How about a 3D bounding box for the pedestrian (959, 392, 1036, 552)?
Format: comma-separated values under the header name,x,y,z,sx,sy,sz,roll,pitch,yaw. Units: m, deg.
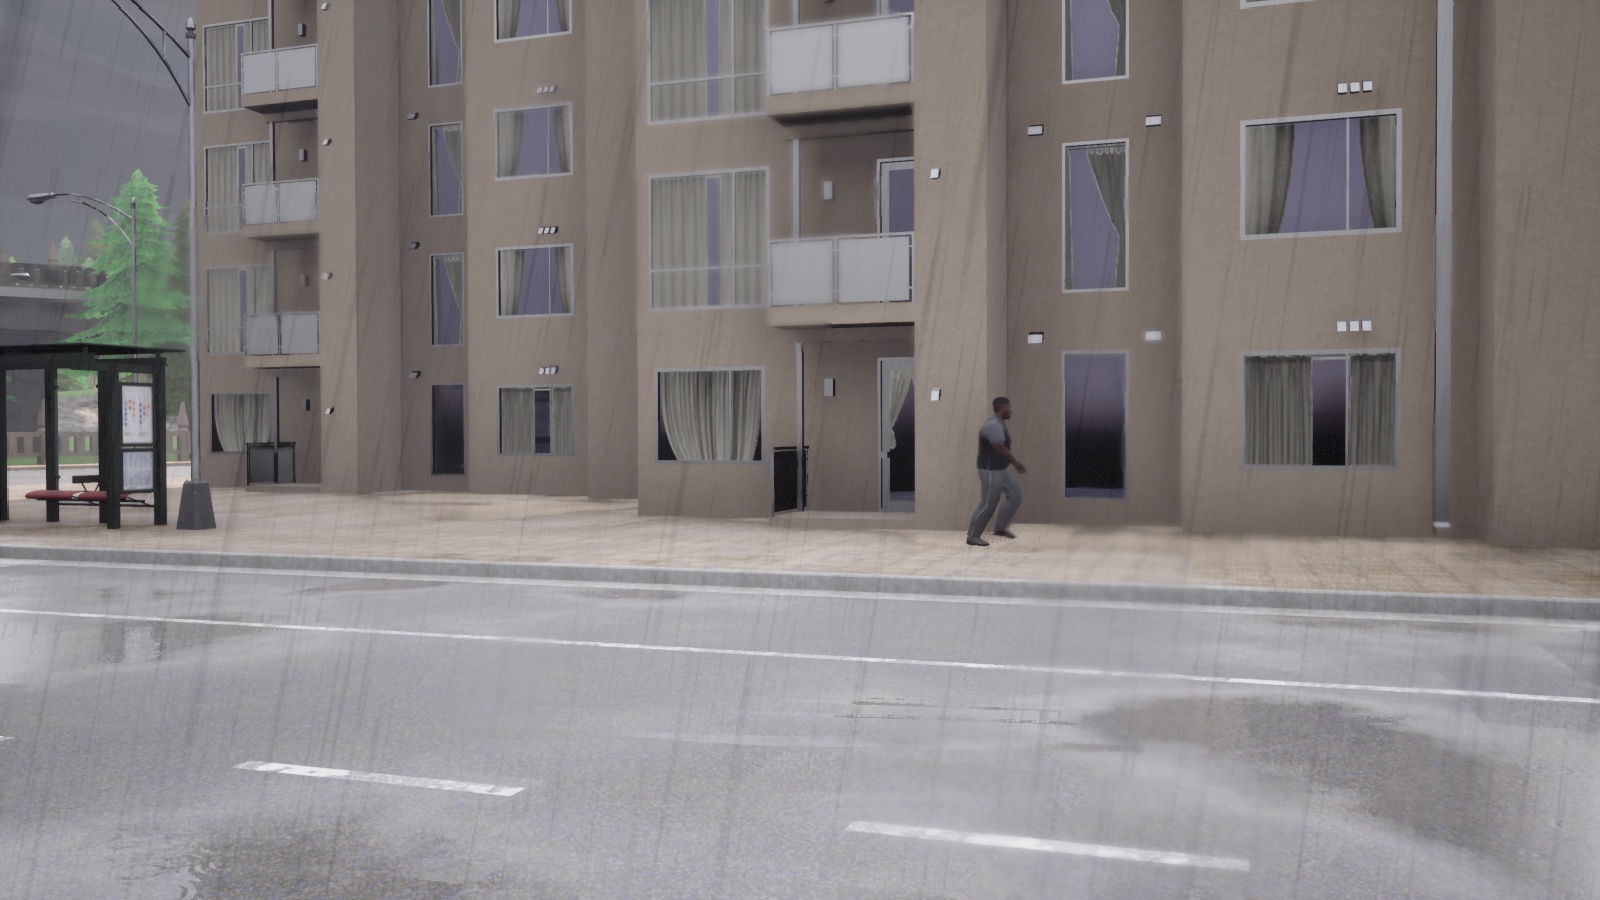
name,x,y,z,sx,sy,sz,roll,pitch,yaw
pedestrian,2.384,0.252,15.126,0.849,1.883,0.563,0,1,15
